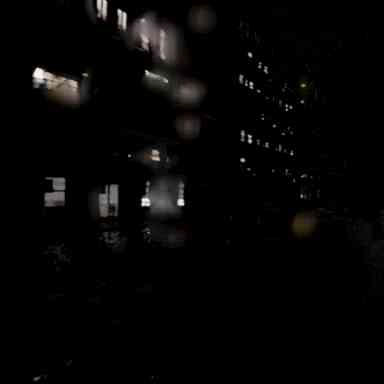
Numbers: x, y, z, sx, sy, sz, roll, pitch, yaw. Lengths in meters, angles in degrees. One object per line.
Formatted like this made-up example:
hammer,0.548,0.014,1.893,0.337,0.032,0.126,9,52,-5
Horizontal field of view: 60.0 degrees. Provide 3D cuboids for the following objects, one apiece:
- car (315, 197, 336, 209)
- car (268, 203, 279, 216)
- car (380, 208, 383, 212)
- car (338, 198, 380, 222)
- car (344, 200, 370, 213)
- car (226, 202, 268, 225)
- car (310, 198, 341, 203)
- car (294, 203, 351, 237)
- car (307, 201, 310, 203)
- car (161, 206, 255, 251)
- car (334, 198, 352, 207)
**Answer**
car,19.988,1.611,49.631,1.967,1.590,4.097,1,0,37
car,6.693,1.608,31.687,1.752,1.417,4.829,1,0,37
car,23.453,1.671,40.232,1.947,1.339,4.313,1,0,37
car,13.560,1.479,26.876,1.967,1.590,4.097,1,0,37
car,19.766,1.673,39.708,1.994,1.385,4.181,0,0,37
car,3.018,1.505,22.396,1.882,1.535,5.008,0,0,37
car,16.163,1.683,40.054,1.994,1.385,4.181,0,-1,37
car,7.064,1.517,18.110,1.752,1.417,4.829,1,0,37
car,16.688,1.695,45.179,1.887,1.381,4.507,1,0,37
car,0.646,1.501,13.987,1.812,1.442,4.674,0,0,37
car,26.583,1.757,58.535,1.887,1.381,4.507,1,0,37
